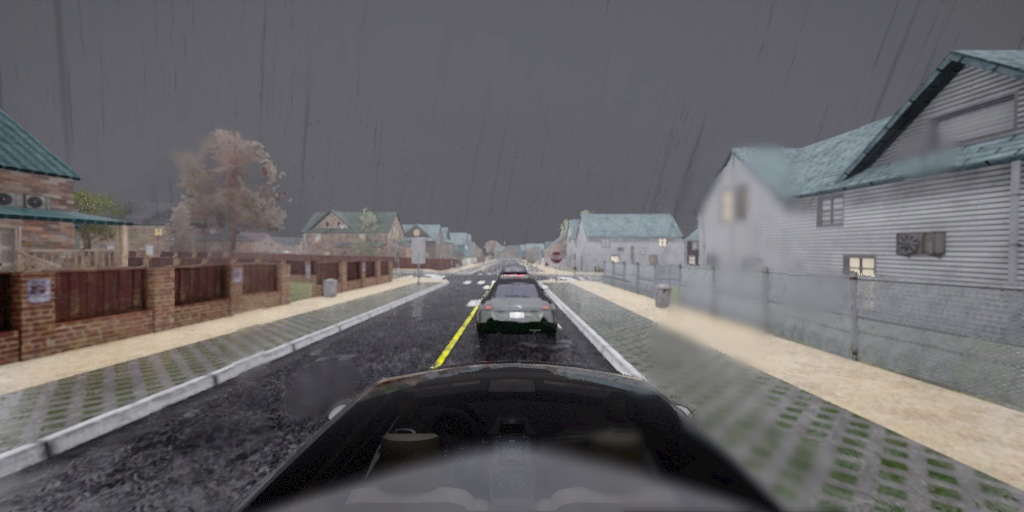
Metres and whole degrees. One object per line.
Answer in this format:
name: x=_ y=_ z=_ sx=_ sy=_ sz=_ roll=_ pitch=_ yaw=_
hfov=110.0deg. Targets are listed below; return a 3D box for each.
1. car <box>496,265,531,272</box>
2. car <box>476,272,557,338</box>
car: x=0.086 y=1.244 z=21.156 sx=2.128 sy=1.511 sz=4.902 roll=0 pitch=0 yaw=-1
car: x=0.111 y=1.314 z=10.176 sx=1.994 sy=1.385 sz=4.181 roll=0 pitch=0 yaw=0
